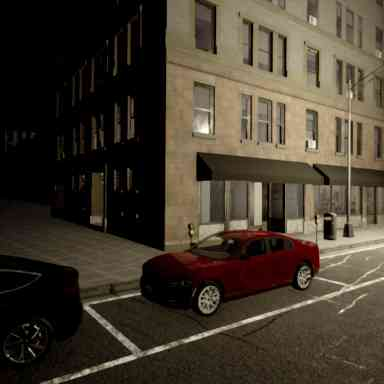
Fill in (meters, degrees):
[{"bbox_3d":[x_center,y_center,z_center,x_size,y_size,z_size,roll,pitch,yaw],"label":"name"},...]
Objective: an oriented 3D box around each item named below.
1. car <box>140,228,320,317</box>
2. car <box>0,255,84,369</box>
[{"bbox_3d":[1.017,1.545,7.477,4.507,1.381,1.887,0,1,-35],"label":"car"},{"bbox_3d":[-3.604,1.566,4.187,4.313,1.339,1.947,0,1,-35],"label":"car"}]
